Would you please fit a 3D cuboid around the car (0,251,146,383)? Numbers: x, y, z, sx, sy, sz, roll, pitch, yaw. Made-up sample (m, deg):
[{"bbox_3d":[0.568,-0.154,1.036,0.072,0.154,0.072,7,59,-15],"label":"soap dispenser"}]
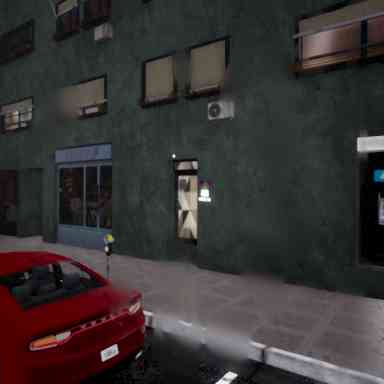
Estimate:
[{"bbox_3d":[-2.676,1.543,4.772,4.507,1.381,1.887,0,0,35],"label":"car"}]
